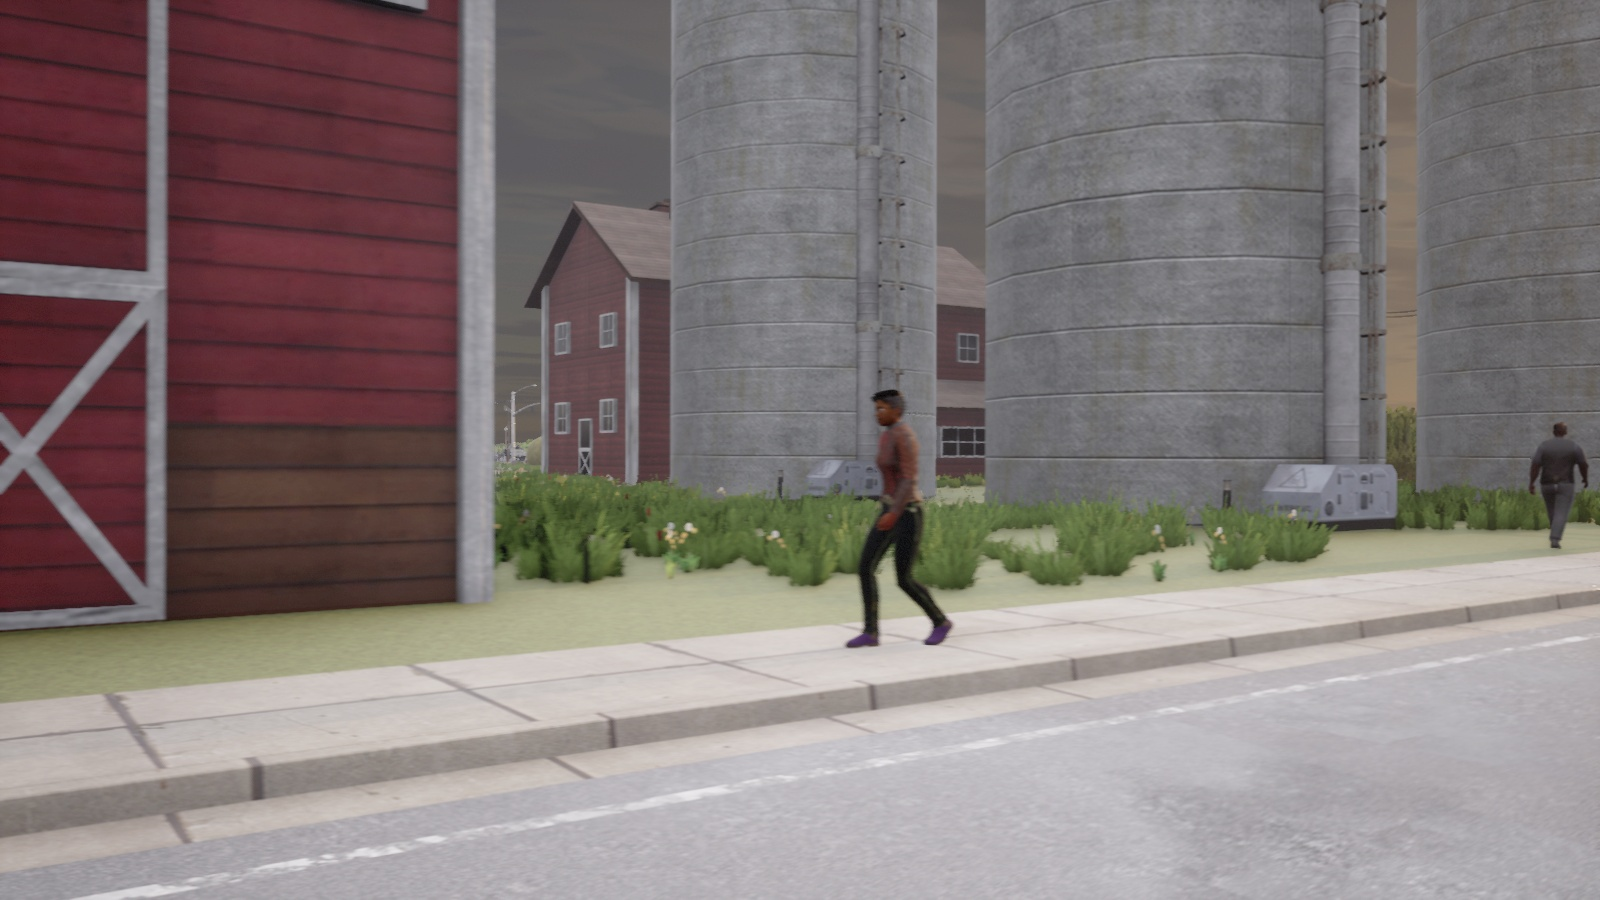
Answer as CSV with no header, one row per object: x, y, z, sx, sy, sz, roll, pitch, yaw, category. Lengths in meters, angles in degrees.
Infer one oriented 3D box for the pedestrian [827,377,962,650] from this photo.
0.650,0.420,8.621,0.869,1.805,0.328,0,0,-22,pedestrian

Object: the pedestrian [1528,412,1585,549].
10.643,0.417,17.656,0.563,1.883,0.849,0,0,40,pedestrian
